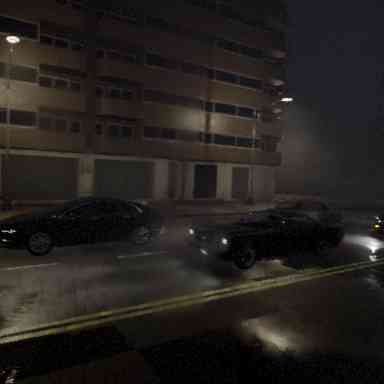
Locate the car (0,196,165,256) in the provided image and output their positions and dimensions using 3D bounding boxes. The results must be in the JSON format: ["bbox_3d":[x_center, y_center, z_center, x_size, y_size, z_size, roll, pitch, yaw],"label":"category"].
[{"bbox_3d":[-3.216,0.905,10.281,4.892,1.490,1.837,0,3,-33],"label":"car"}]

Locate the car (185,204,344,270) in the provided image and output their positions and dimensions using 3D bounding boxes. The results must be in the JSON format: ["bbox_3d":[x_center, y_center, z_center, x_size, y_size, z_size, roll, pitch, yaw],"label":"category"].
[{"bbox_3d":[2.184,1.213,9.588,4.718,1.301,1.895,0,3,-33],"label":"car"}]

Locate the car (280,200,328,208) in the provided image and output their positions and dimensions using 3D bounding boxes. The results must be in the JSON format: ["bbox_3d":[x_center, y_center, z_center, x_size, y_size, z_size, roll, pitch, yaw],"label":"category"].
[{"bbox_3d":[4.814,1.034,15.411,4.718,1.301,1.895,0,3,-32],"label":"car"}]

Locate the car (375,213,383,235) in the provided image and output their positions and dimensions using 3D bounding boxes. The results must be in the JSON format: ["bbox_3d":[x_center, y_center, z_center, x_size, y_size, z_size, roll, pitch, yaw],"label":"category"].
[{"bbox_3d":[10.009,1.150,14.568,4.892,1.490,1.837,0,3,-32],"label":"car"}]
